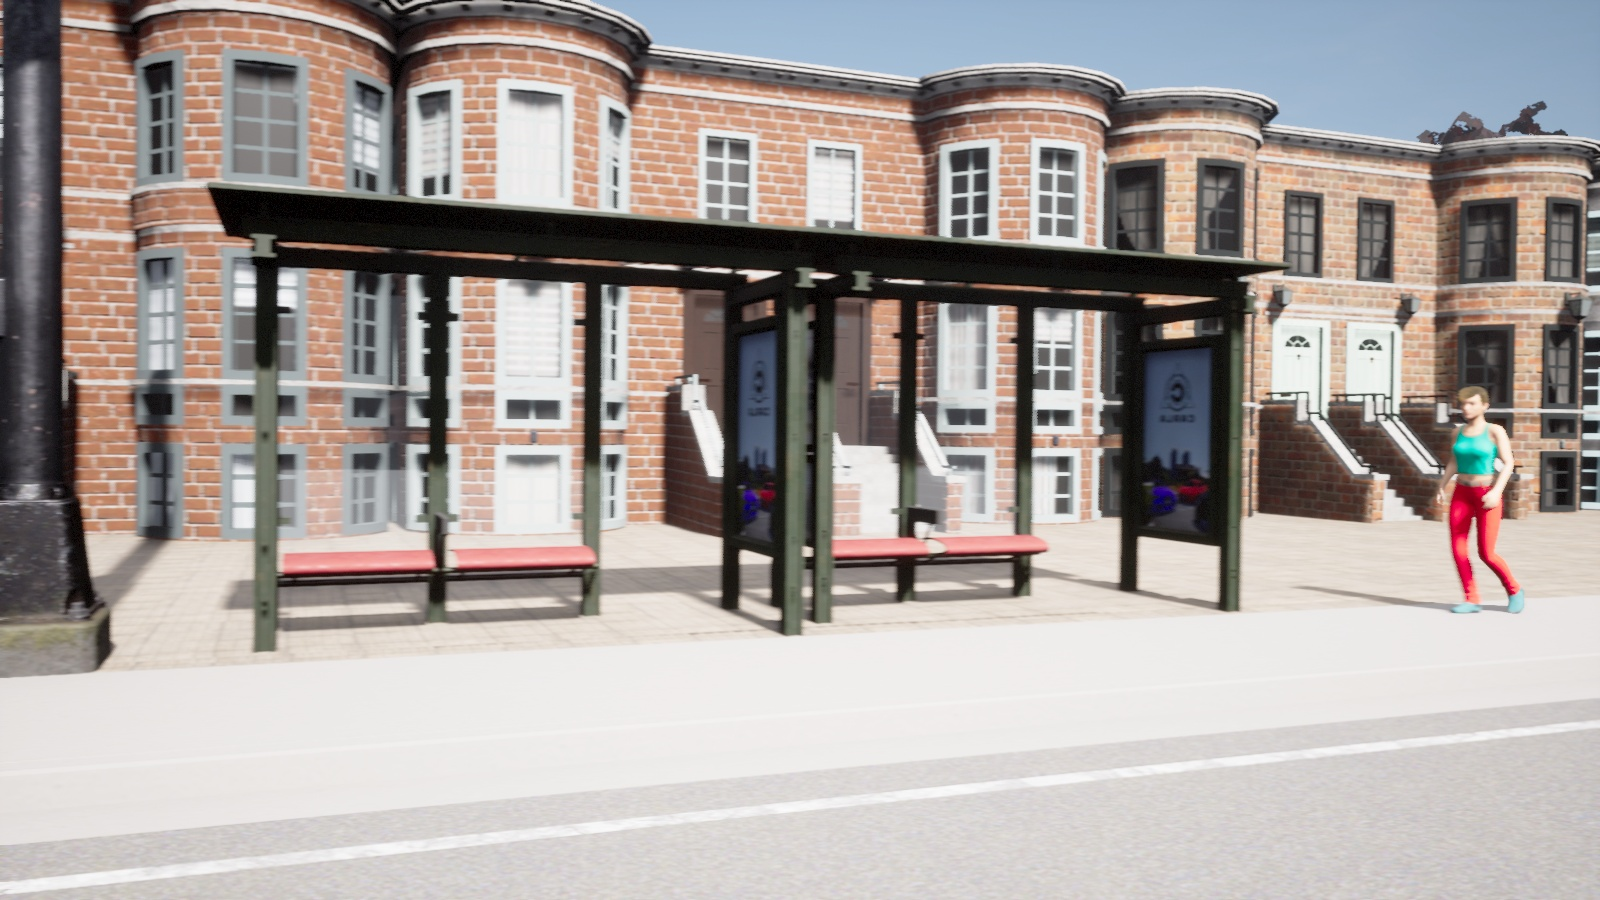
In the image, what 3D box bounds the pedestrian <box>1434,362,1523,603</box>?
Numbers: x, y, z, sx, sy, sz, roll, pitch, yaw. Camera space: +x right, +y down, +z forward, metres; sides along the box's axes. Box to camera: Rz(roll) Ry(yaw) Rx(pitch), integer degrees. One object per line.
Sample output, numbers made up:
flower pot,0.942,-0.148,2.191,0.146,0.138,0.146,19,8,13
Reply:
pedestrian,5.341,0.243,9.880,0.594,1.836,0.345,-1,1,-29
